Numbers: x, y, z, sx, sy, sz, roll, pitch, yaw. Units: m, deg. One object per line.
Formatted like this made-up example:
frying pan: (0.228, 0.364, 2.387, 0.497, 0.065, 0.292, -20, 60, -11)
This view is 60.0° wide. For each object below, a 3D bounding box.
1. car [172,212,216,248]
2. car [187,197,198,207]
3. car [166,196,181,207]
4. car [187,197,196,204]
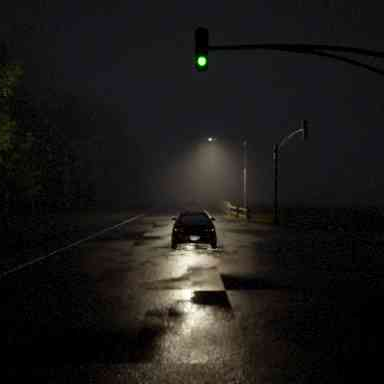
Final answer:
car: (0.082, 1.611, 15.077, 1.812, 1.442, 4.674, 0, 0, 0)
car: (0.033, 1.836, 56.683, 1.812, 1.442, 4.674, 0, 0, 0)
car: (-3.466, 1.859, 57.333, 2.033, 1.411, 5.357, 0, 0, 0)
car: (-0.088, 1.957, 77.065, 2.033, 1.411, 5.357, 0, 0, 0)
